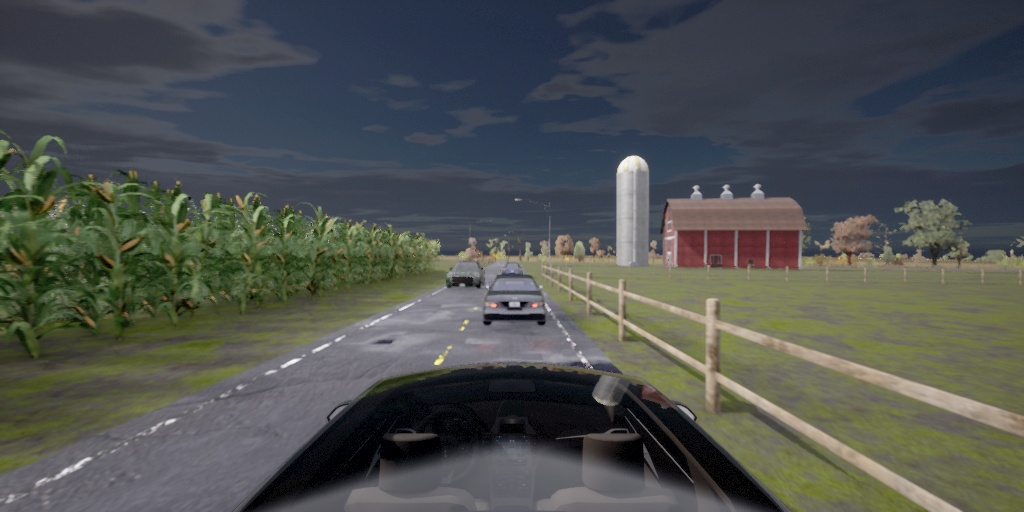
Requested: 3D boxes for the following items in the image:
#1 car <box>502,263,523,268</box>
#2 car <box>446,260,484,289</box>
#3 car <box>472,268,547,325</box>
[{"bbox_3d":[0.046,1.303,33.958,1.994,1.385,4.181,0,0,0],"label":"car"},{"bbox_3d":[-2.865,1.092,22.924,2.097,1.767,4.553,0,0,0],"label":"car"},{"bbox_3d":[0.075,1.292,11.732,2.033,1.411,5.357,0,0,0],"label":"car"}]
